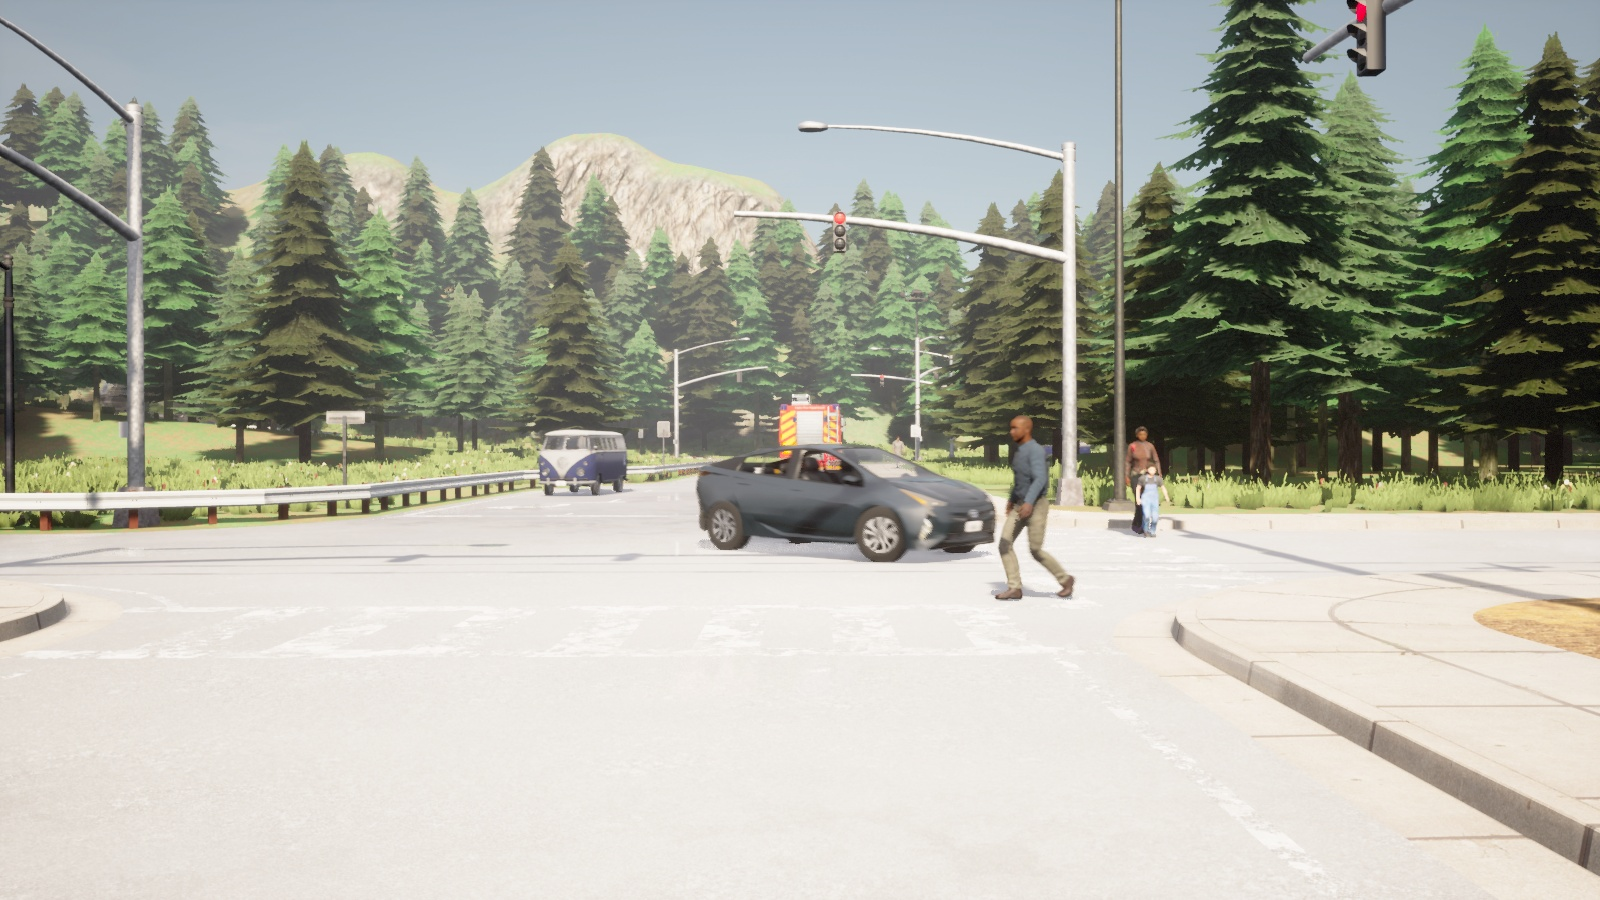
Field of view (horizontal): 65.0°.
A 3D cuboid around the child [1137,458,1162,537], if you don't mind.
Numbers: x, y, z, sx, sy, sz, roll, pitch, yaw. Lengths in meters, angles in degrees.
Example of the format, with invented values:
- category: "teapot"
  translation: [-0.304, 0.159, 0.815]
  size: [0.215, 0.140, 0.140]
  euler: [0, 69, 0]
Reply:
- category: "child"
  translation: [5.617, 0.758, 20.186]
  size: [0.270, 1.263, 0.437]
  euler: [0, 0, 0]

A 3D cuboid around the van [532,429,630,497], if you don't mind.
- category: "van"
  translation: [-6.651, 0.367, 38.556]
  size: [1.775, 1.987, 4.442]
  euler: [0, 0, 7]

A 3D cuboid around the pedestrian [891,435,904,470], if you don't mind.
- category: "pedestrian"
  translation: [5.488, 0.118, 70.573]
  size: [0.659, 1.952, 0.873]
  euler: [0, 0, 0]

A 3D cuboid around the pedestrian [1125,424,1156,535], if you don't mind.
- category: "pedestrian"
  translation: [5.650, 0.475, 20.857]
  size: [0.328, 1.805, 0.869]
  euler: [0, 0, 3]

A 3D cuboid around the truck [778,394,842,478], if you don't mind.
- category: "truck"
  translation: [0.580, -0.660, 61.508]
  size: [2.891, 3.827, 8.468]
  euler: [0, 0, 2]

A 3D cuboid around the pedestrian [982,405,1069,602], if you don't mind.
- category: "pedestrian"
  translation: [2.151, 0.500, 11.981]
  size: [0.726, 1.835, 0.370]
  euler: [0, 0, -17]

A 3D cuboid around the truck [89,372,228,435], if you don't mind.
- category: "truck"
  translation: [-44.627, -3.162, 87.547]
  size: [7.936, 3.462, 2.891]
  euler: [6, -4, -41]

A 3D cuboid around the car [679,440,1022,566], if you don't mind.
- category: "car"
  translation: [0.612, 0.639, 17.538]
  size: [4.514, 1.525, 2.007]
  euler: [0, 0, 41]
